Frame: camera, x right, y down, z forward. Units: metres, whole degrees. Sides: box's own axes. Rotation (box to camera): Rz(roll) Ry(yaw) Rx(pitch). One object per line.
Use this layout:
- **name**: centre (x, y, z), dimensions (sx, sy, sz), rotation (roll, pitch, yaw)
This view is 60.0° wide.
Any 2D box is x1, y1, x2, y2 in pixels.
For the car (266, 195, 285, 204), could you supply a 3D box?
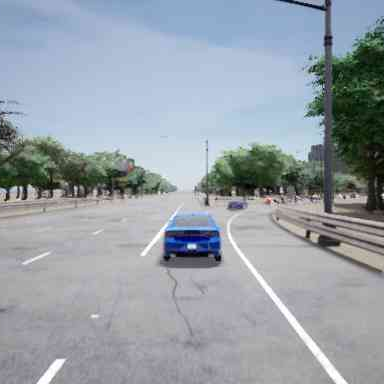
- **car**: centre (15.026, 1.271, 59.744), dimensions (2.097, 1.767, 4.553), rotation (0, 0, 34)

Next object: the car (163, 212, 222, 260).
- **car**: centre (0.064, 1.483, 12.376), dimensions (1.882, 1.535, 5.008), rotation (0, 0, 2)

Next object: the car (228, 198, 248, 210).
- **car**: centre (5.890, 1.490, 42.384), dimensions (1.812, 1.442, 4.674), rotation (0, 0, 21)
